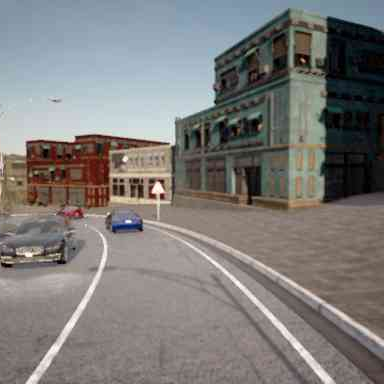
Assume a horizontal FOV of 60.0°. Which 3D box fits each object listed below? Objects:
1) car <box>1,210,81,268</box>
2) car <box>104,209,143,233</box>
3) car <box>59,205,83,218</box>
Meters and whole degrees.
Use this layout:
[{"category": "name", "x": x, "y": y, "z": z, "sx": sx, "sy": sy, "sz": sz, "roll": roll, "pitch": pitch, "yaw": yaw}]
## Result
[{"category": "car", "x": -5.304, "y": 1.639, "z": 12.041, "sx": 1.837, "sy": 1.490, "sz": 4.892, "roll": -1, "pitch": -1, "yaw": -14}, {"category": "car", "x": -4.501, "y": 1.774, "z": 21.671, "sx": 1.994, "sy": 1.385, "sz": 4.181, "roll": -2, "pitch": -1, "yaw": -20}, {"category": "car", "x": -13.768, "y": 2.259, "z": 37.516, "sx": 1.812, "sy": 1.442, "sz": 4.674, "roll": -3, "pitch": 0, "yaw": -38}]
